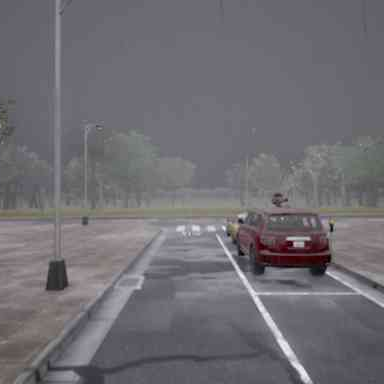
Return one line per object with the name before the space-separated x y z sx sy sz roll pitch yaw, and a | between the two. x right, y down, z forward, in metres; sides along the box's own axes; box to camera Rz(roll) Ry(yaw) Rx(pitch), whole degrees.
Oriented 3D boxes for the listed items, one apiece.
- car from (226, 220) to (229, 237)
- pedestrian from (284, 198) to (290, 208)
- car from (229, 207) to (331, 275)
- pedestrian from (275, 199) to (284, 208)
car | 2.642 1.642 16.319 1.752 1.417 4.829 0 0 0
pedestrian | 5.976 1.290 20.783 0.375 1.860 0.375 0 0 0
car | 2.640 1.391 10.605 2.192 1.841 5.009 0 0 0
pedestrian | 5.034 1.281 19.584 0.375 1.860 0.375 0 0 0
